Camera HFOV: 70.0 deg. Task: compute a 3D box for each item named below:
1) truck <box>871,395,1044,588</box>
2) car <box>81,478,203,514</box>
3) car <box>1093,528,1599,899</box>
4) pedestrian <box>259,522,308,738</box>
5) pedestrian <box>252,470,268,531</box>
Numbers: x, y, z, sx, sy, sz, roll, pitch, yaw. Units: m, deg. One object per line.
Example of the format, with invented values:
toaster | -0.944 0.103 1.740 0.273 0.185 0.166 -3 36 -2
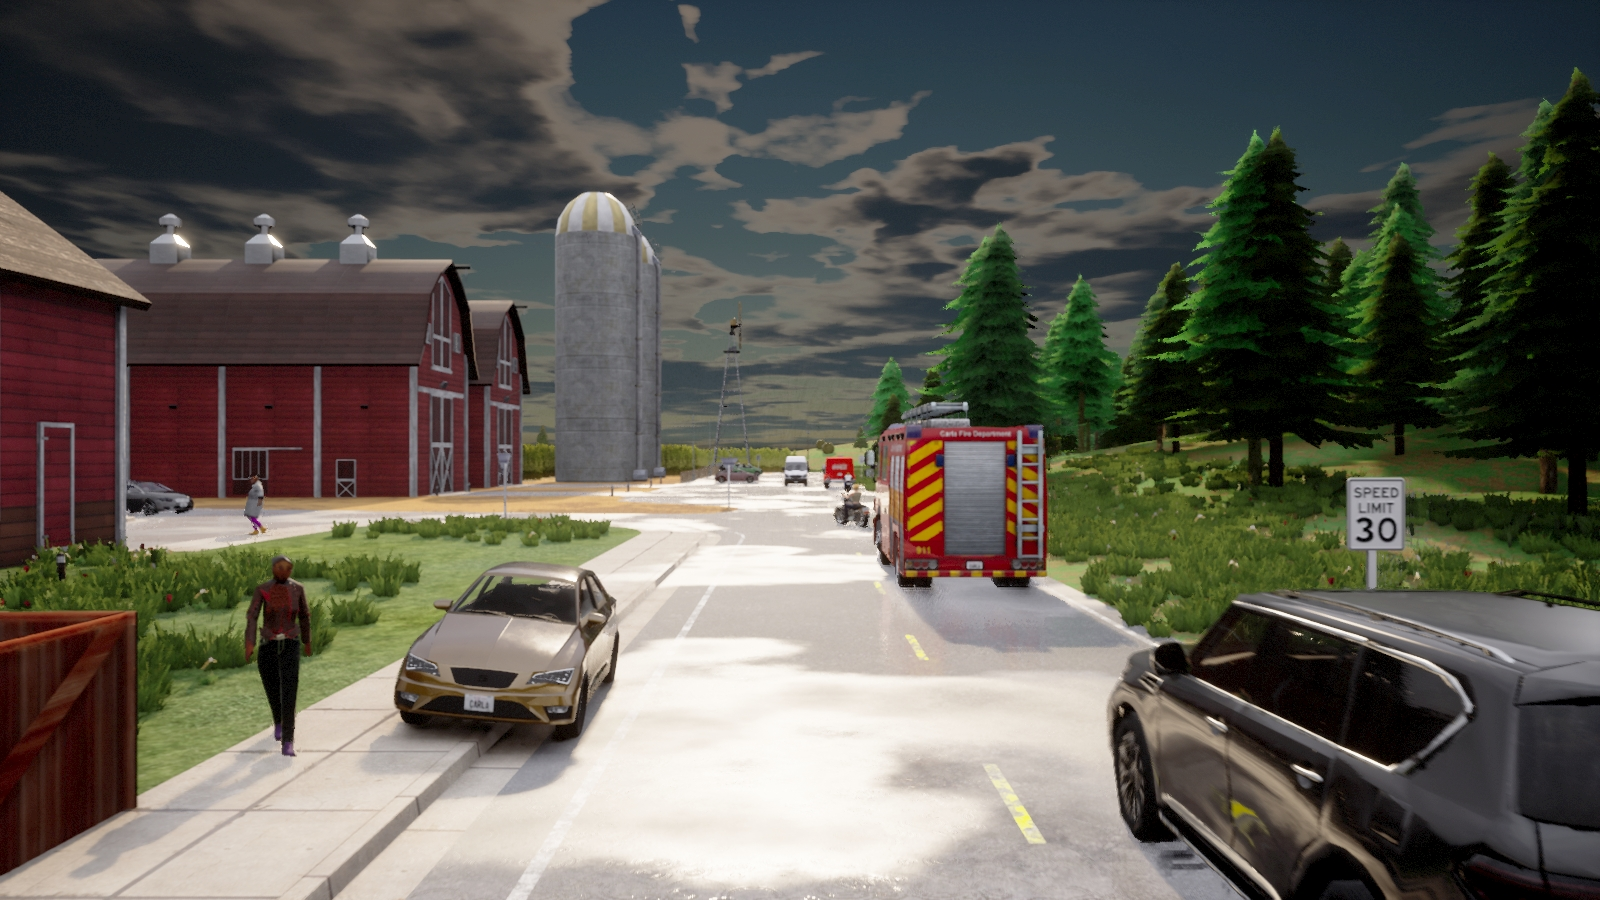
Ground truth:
truck | 3.393 0.830 26.929 2.891 3.827 8.468 0 0 0
car | -29.732 2.041 51.670 4.902 1.511 2.128 0 0 20
car | 3.477 1.664 6.514 2.150 2.045 5.566 0 0 0
pedestrian | -4.639 1.588 10.258 0.375 1.860 0.375 0 0 -28
pedestrian | -16.865 1.571 35.687 0.375 1.860 0.375 0 0 -36
